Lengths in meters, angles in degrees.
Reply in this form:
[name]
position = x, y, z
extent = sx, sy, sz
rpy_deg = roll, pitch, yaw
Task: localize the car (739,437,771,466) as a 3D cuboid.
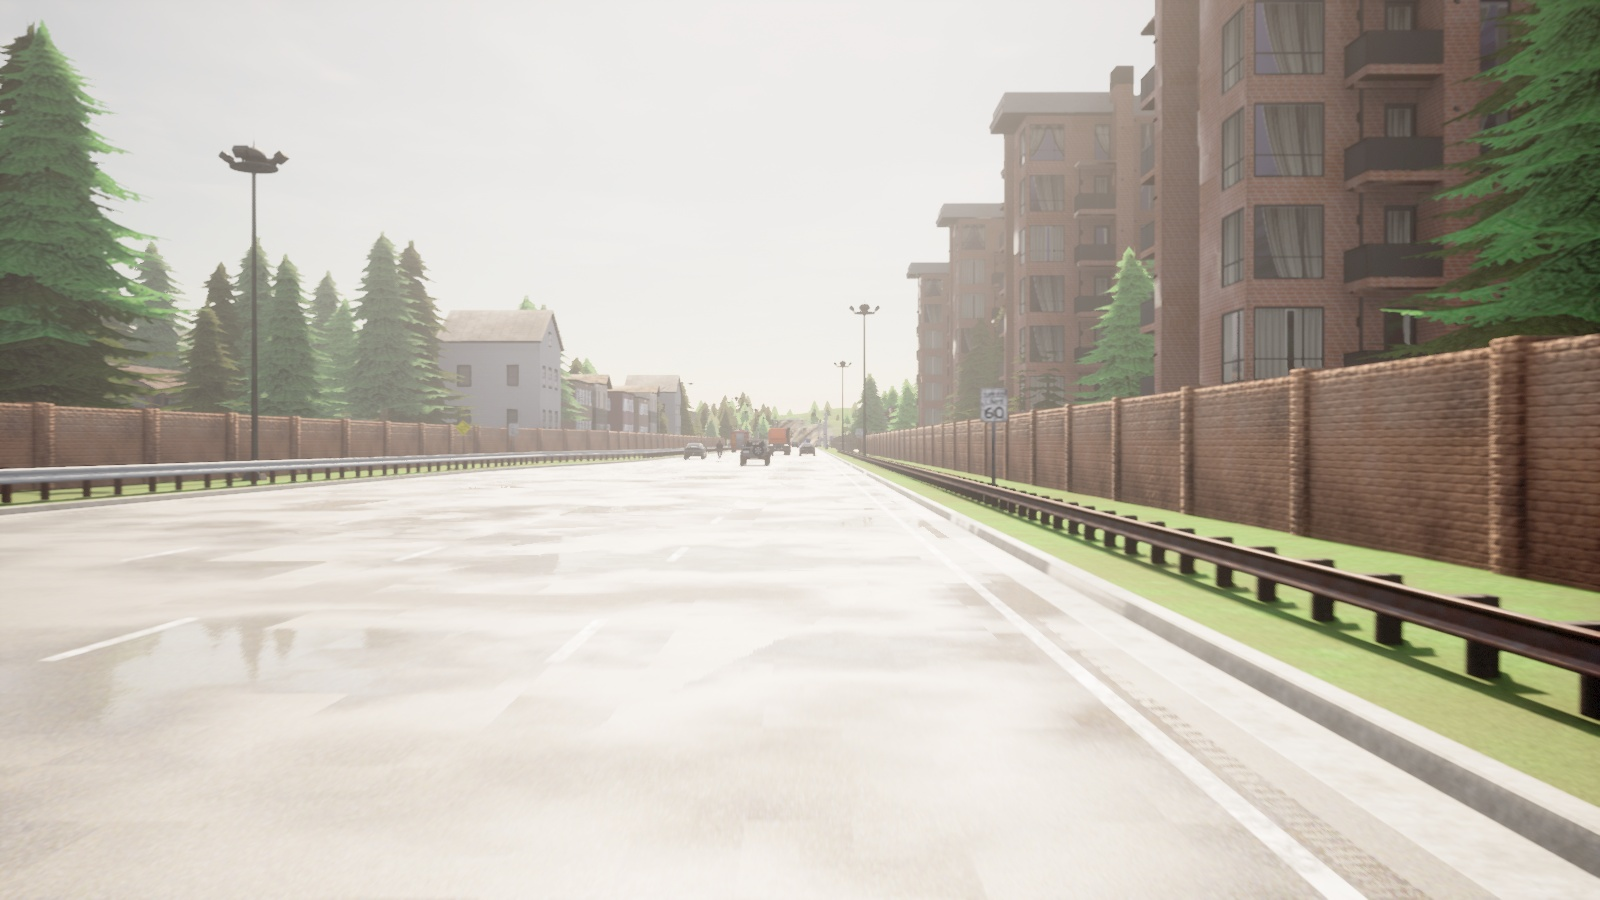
[car]
position = -3.002, 0.086, 84.887
extent = 1.932, 1.855, 4.605
rpy_deg = 0, 0, 0
